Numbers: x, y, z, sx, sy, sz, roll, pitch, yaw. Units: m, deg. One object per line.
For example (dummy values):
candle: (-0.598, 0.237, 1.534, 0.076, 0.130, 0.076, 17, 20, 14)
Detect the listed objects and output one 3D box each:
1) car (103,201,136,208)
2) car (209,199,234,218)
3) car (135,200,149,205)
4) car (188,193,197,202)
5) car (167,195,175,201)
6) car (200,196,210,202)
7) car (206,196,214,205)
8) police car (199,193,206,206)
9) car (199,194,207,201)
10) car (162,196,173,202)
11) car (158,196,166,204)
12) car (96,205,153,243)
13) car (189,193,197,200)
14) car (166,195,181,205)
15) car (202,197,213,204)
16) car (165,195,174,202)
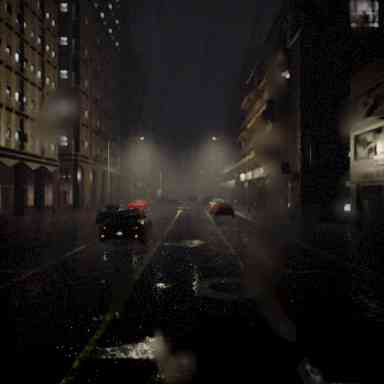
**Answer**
car: (-5.622, 1.545, 23.905, 2.008, 1.369, 4.403, 0, 0, 0)
car: (2.774, 1.574, 29.531, 1.802, 1.307, 4.206, 0, 0, 0)
car: (-5.591, 1.538, 35.203, 1.887, 1.381, 4.507, 0, 0, 0)
car: (0.196, 1.397, 69.998, 1.837, 1.490, 4.892, 0, 0, 0)
car: (-5.451, 1.538, 85.869, 1.752, 1.417, 4.829, 0, 0, 0)
car: (2.899, 1.553, 74.720, 2.008, 1.369, 4.403, 0, 0, 0)
car: (2.789, 1.432, 35.180, 1.967, 1.590, 4.097, 0, 0, 0)
police car: (2.514, 1.419, 52.947, 1.930, 1.638, 5.238, 0, 0, 0)
car: (2.930, 1.451, 86.016, 1.967, 1.590, 4.097, 0, 0, 0)
car: (-5.481, 1.555, 74.742, 2.008, 1.369, 4.403, 0, 0, 0)
car: (-5.513, 1.565, 63.445, 1.947, 1.339, 4.313, 0, 0, 0)
car: (-3.057, 1.559, 16.035, 1.994, 1.385, 4.181, 0, 0, 0)
car: (0.248, 1.178, 89.205, 2.150, 2.045, 5.566, 0, 0, 0)
car: (-2.899, 1.597, 56.622, 1.895, 1.301, 4.718, 0, 0, 1)
car: (2.868, 1.563, 63.422, 1.947, 1.339, 4.313, 0, 0, 0)
car: (-5.467, 1.448, 80.392, 1.967, 1.590, 4.097, 0, 0, 0)
